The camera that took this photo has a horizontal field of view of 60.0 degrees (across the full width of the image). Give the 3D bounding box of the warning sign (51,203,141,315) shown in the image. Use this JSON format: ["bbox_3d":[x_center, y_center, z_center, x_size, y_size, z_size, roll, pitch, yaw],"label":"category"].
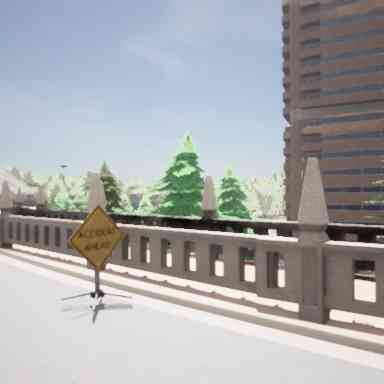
[{"bbox_3d":[-1.856,1.171,6.508,1.060,1.860,1.300,-1,0,38],"label":"warning sign"}]
